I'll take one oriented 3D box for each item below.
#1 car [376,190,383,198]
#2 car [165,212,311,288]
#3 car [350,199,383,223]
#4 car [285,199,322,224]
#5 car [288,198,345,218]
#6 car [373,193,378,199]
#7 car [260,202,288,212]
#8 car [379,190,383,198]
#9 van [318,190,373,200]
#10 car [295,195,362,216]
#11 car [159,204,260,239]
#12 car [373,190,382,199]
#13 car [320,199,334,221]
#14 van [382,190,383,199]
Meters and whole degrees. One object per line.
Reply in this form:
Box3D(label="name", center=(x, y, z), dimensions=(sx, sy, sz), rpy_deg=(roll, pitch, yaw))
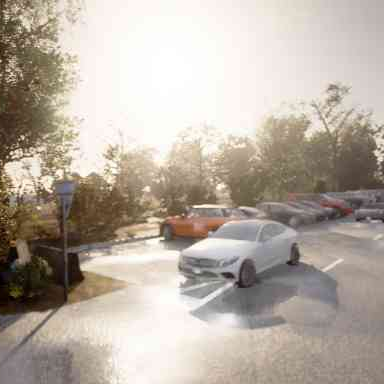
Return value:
Box3D(label="car", center=(37.427, 0.377, 62.296), dimensions=(5.008, 1.535, 2.097), rpy_deg=(-1, 1, 38))
Box3D(label="car", center=(1.577, 1.527, 9.517), dimensions=(1.812, 1.442, 4.674), rpy_deg=(-1, 0, 39))
Box3D(label="car", center=(13.232, 1.446, 24.122), dimensions=(1.895, 1.301, 4.718), rpy_deg=(-1, 0, 39))
Box3D(label="car", center=(5.786, 1.470, 22.510), dimensions=(4.892, 1.521, 2.231), rpy_deg=(-1, 0, 38))
Box3D(label="car", center=(9.253, 1.452, 26.809), dimensions=(4.792, 1.488, 2.163), rpy_deg=(-1, 0, 39))
Box3D(label="car", center=(18.084, 1.213, 38.011), dimensions=(4.792, 1.488, 2.163), rpy_deg=(-2, 1, 38))
Box3D(label="car", center=(2.202, 1.517, 17.985), dimensions=(5.008, 1.535, 2.097), rpy_deg=(-1, 0, 38))
Box3D(label="car", center=(39.182, 0.305, 64.507), dimensions=(4.892, 1.521, 2.231), rpy_deg=(-1, 1, 38))
Box3D(label="van", center=(16.435, 1.028, 35.704), dimensions=(4.442, 1.987, 1.878), rpy_deg=(-1, 1, 39))
Box3D(label="car", center=(12.756, 1.372, 31.253), dimensions=(5.008, 1.535, 2.097), rpy_deg=(-2, -1, 39))
Box3D(label="car", center=(0.540, 1.413, 15.857), dimensions=(4.553, 1.767, 2.185), rpy_deg=(-1, 0, 38))
Box3D(label="car", center=(19.806, 0.986, 40.082), dimensions=(4.553, 1.767, 2.185), rpy_deg=(-1, 1, 39))
Box3D(label="car", center=(7.495, 1.476, 24.599), dimensions=(4.792, 1.488, 2.163), rpy_deg=(-1, 0, 39))
Box3D(label="van", center=(21.520, 0.813, 42.480), dimensions=(4.442, 1.987, 1.878), rpy_deg=(-2, 1, 39))
